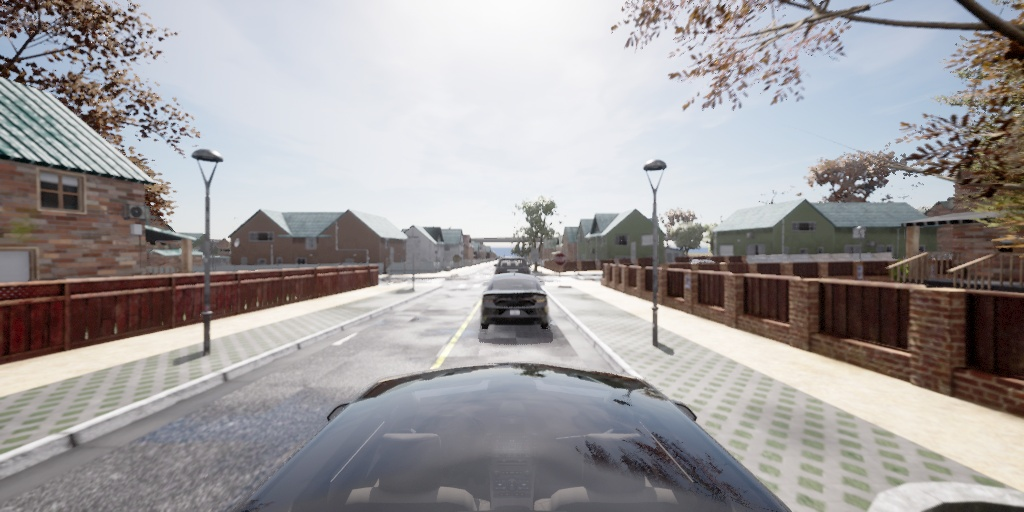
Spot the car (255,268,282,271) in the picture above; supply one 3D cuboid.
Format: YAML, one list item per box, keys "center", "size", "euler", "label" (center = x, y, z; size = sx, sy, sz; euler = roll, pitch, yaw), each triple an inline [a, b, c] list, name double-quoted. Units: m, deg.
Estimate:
- center: [-19.876, 1.755, 29.935]
  size: [5.008, 1.535, 1.882]
  euler: [-1, 1, -1]
  label: "car"

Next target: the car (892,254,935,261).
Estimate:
- center: [37.912, 0.551, 33.389]
  size: [4.553, 1.767, 2.097]
  euler: [-1, 1, 0]
  label: "car"

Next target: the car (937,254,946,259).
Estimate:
- center: [39.595, 0.799, 30.553]
  size: [4.181, 1.385, 1.994]
  euler: [-1, 1, 0]
  label: "car"

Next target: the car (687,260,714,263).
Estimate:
- center: [17.110, 1.097, 33.228]
  size: [4.674, 1.442, 1.812]
  euler: [-1, 1, -1]
  label: "car"

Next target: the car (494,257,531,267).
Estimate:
- center: [0.025, 1.097, 22.826]
  size: [2.150, 2.045, 5.566]
  euler: [0, -1, 0]
  label: "car"

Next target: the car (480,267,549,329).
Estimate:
- center: [0.067, 1.287, 11.565]
  size: [1.882, 1.535, 5.008]
  euler: [0, 0, 0]
  label: "car"
